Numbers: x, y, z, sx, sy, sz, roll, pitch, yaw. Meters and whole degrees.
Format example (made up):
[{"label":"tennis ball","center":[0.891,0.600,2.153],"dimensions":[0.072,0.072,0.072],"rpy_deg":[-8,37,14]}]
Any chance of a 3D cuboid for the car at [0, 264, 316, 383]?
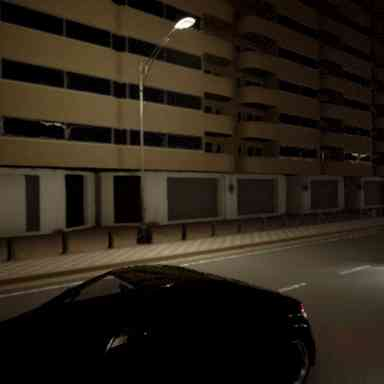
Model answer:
[{"label":"car","center":[-0.586,1.567,3.536],"dimensions":[4.181,1.385,1.994],"rpy_deg":[-1,0,-36]}]
